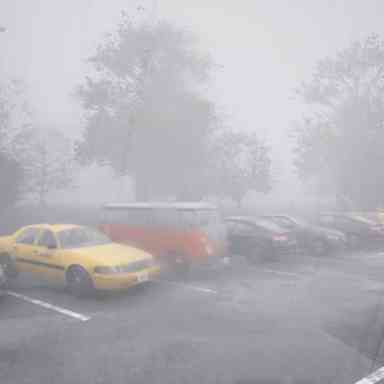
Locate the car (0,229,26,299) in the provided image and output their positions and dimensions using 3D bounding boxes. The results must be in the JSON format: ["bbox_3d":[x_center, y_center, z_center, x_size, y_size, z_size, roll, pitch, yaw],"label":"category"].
[{"bbox_3d":[-5.822,1.516,7.049,4.674,1.452,2.002,-1,-1,34],"label":"car"}]

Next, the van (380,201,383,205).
[{"bbox_3d":[13.623,1.512,20.568,4.442,1.987,1.878,-1,-1,36],"label":"van"}]

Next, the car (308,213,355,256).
[{"bbox_3d":[3.910,1.651,13.834,4.674,1.452,2.002,0,-1,36],"label":"car"}]

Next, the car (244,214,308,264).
[{"bbox_3d":[1.469,1.616,12.170,4.674,1.452,2.002,-1,-1,35],"label":"car"}]

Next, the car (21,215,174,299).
[{"bbox_3d":[-3.244,1.504,8.661,5.366,1.575,1.946,-1,-1,35],"label":"car"}]

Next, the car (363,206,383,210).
[{"bbox_3d":[8.634,1.676,17.300,5.366,1.575,1.946,-1,-1,36],"label":"car"}]

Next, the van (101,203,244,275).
[{"bbox_3d":[-0.870,1.315,10.414,4.442,1.987,1.878,-1,-2,35],"label":"van"}]

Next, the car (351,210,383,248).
[{"bbox_3d":[6.333,1.685,15.512,4.674,1.452,2.002,-1,-1,36],"label":"car"}]
